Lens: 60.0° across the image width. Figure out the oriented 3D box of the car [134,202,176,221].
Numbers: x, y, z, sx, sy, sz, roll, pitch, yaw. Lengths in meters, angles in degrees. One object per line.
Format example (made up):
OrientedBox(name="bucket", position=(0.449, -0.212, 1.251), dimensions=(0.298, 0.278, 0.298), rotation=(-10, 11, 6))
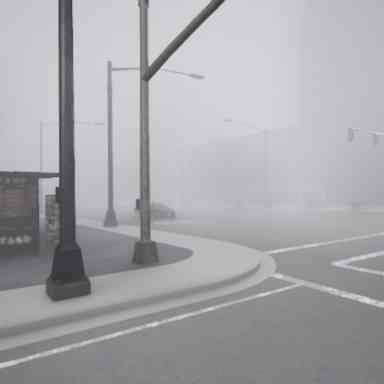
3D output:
OrientedBox(name="car", position=(-3.210, 1.601, 28.210), dimensions=(1.837, 1.490, 4.892), rotation=(-1, 0, -36))
